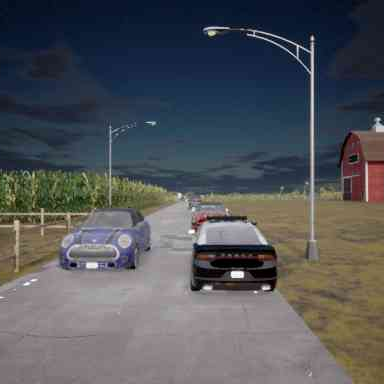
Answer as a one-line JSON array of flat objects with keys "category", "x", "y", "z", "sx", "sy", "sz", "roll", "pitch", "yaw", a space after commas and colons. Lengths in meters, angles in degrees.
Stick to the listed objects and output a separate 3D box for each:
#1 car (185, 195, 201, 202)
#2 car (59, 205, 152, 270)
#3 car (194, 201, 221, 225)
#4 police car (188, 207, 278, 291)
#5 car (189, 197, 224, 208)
[{"category": "car", "x": 0.532, "y": 1.597, "z": 46.473, "sx": 2.128, "sy": 1.511, "sz": 4.902, "roll": 0, "pitch": 0, "yaw": 1}, {"category": "car", "x": -2.626, "y": 1.358, "z": 11.064, "sx": 2.097, "sy": 1.767, "sz": 4.553, "roll": 0, "pitch": 0, "yaw": 1}, {"category": "car", "x": 1.105, "y": 1.527, "z": 25.033, "sx": 1.837, "sy": 1.490, "sz": 4.892, "roll": 0, "pitch": 0, "yaw": 1}, {"category": "police car", "x": 0.926, "y": 1.430, "z": 9.140, "sx": 1.930, "sy": 1.638, "sz": 5.238, "roll": 0, "pitch": 0, "yaw": 1}, {"category": "car", "x": 1.036, "y": 1.366, "z": 19.002, "sx": 2.097, "sy": 1.767, "sz": 4.553, "roll": 0, "pitch": 0, "yaw": 1}]
